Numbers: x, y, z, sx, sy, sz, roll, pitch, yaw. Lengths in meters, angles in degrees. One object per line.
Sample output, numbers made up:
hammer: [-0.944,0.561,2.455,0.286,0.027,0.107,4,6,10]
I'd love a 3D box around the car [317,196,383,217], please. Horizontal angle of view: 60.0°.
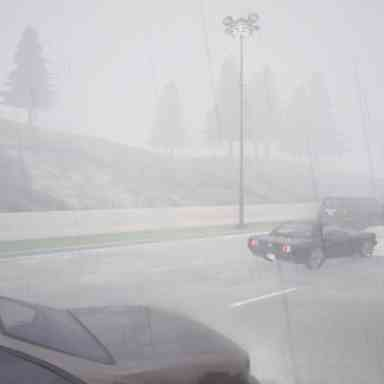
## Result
car: [9.493,1.221,19.053,5.566,2.045,2.150,0,0,-35]

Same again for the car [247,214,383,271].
car: [4.134,1.600,10.991,4.718,1.301,1.895,0,0,-35]

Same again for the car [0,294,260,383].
car: [-1.968,1.547,2.343,5.357,1.411,2.033,0,0,-35]
